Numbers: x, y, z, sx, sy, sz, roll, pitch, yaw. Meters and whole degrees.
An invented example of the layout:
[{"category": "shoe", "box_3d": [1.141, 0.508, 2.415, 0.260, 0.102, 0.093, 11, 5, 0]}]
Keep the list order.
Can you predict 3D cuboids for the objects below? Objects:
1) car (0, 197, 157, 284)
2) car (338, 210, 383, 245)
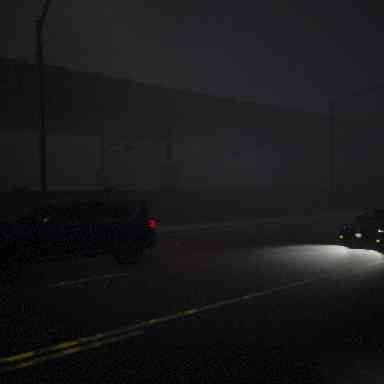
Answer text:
[{"category": "car", "box_3d": [-3.726, 1.207, 9.931, 5.566, 2.045, 2.150, 0, 0, -35]}, {"category": "car", "box_3d": [8.069, 1.478, 14.036, 4.181, 1.385, 1.994, 0, 0, -35]}]
